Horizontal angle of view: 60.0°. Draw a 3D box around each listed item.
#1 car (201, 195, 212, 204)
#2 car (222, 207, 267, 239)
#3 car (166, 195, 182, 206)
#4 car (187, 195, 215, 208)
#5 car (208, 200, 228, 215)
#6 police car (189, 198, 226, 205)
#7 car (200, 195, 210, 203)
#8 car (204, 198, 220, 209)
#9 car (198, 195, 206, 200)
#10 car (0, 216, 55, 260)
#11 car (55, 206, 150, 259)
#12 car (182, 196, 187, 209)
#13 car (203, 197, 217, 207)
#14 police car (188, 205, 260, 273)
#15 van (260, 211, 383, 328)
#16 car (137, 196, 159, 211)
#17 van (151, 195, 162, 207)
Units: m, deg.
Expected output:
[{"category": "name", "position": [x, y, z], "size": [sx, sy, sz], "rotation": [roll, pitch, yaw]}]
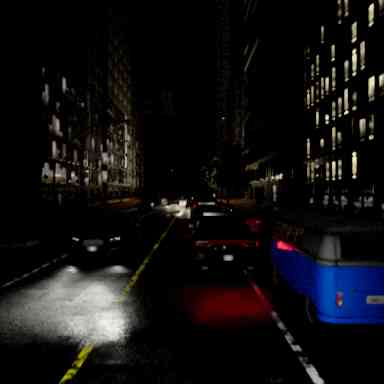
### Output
[{"category": "car", "position": [2.731, 1.443, 63.652], "size": [1.967, 1.590, 4.097], "rotation": [0, 0, 0]}, {"category": "car", "position": [2.701, 1.591, 18.112], "size": [1.802, 1.307, 4.206], "rotation": [0, 0, 0]}, {"category": "car", "position": [-3.048, 1.538, 53.980], "size": [1.812, 1.442, 4.674], "rotation": [0, 0, 0]}, {"category": "car", "position": [0.916, 1.238, 26.779], "size": [2.150, 2.045, 5.566], "rotation": [0, 0, 0]}, {"category": "car", "position": [2.712, 1.599, 35.190], "size": [1.802, 1.307, 4.206], "rotation": [0, 0, 0]}, {"category": "police car", "position": [0.913, 1.435, 20.858], "size": [1.930, 1.638, 5.238], "rotation": [0, 0, 0]}, {"category": "car", "position": [2.735, 1.437, 69.344], "size": [1.967, 1.590, 4.097], "rotation": [0, 0, 0]}, {"category": "car", "position": [2.720, 1.568, 46.575], "size": [2.008, 1.369, 4.403], "rotation": [0, 0, 0]}, {"category": "car", "position": [2.750, 1.510, 92.115], "size": [1.887, 1.381, 4.507], "rotation": [0, 0, 0]}, {"category": "car", "position": [-5.684, 1.588, 12.428], "size": [1.802, 1.307, 4.206], "rotation": [0, 0, 0]}, {"category": "car", "position": [-3.093, 1.498, 12.766], "size": [2.128, 1.511, 4.902], "rotation": [0, 0, 0]}, {"category": "car", "position": [0.028, 1.565, 46.684], "size": [2.033, 1.411, 5.357], "rotation": [0, 0, 0]}, {"category": "car", "position": [2.723, 1.565, 52.267], "size": [2.008, 1.369, 4.403], "rotation": [0, 0, 0]}, {"category": "police car", "position": [0.906, 1.431, 10.858], "size": [1.930, 1.638, 5.238], "rotation": [0, 0, 0]}, {"category": "van", "position": [2.694, 1.344, 6.728], "size": [1.690, 1.788, 3.998], "rotation": [0, 0, 0]}, {"category": "car", "position": [-5.665, 1.569, 40.891], "size": [2.008, 1.369, 4.403], "rotation": [0, 0, 0]}, {"category": "van", "position": [-5.657, 1.355, 52.277], "size": [1.690, 1.788, 3.998], "rotation": [0, 0, 0]}]
